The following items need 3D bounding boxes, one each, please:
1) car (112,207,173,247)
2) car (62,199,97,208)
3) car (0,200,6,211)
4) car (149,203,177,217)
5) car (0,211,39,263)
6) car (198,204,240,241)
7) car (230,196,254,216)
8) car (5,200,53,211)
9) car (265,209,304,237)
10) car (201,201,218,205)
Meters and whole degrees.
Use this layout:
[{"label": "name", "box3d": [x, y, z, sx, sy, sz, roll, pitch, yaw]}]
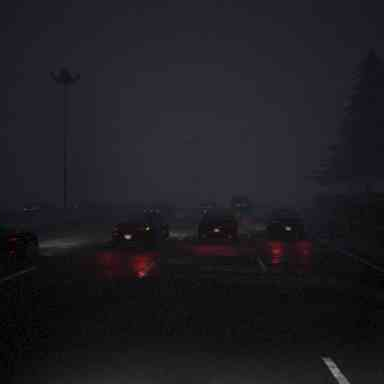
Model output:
[{"label": "car", "box3d": [-2.308, 1.635, 15.686, 1.812, 1.442, 4.674, 0, 0, 7]}, {"label": "car", "box3d": [-12.572, 1.591, 37.400, 2.097, 1.767, 4.553, 0, 0, 15]}, {"label": "car", "box3d": [-19.566, 1.730, 38.291, 1.837, 1.490, 4.892, 0, -1, 14]}, {"label": "car", "box3d": [-3.019, 1.773, 31.772, 2.033, 1.411, 5.357, 0, 0, 13]}, {"label": "car", "box3d": [-6.409, 1.546, 9.781, 2.128, 1.511, 4.902, 0, 0, 4]}, {"label": "car", "box3d": [1.452, 1.611, 17.538, 1.882, 1.535, 5.008, 0, 0, 8]}, {"label": "car", "box3d": [5.446, 1.505, 36.406, 2.150, 2.045, 5.566, 0, 0, 16]}, {"label": "car", "box3d": [-16.758, 1.715, 35.072, 1.837, 1.490, 4.892, 0, -1, 14]}, {"label": "car", "box3d": [5.217, 1.682, 19.092, 1.812, 1.442, 4.674, 0, 0, 9]}, {"label": "car", "box3d": [2.047, 1.784, 37.126, 1.837, 1.490, 4.892, 0, 0, 16]}]
